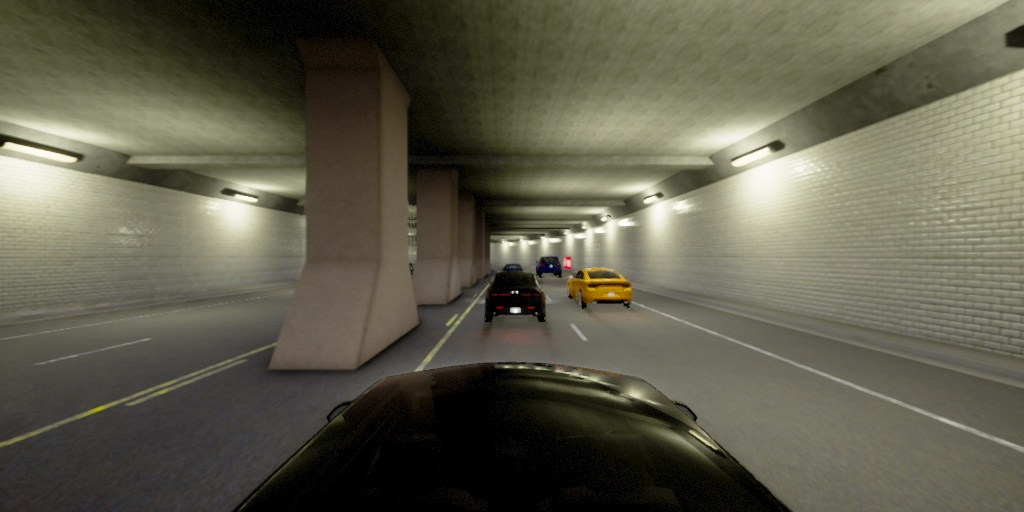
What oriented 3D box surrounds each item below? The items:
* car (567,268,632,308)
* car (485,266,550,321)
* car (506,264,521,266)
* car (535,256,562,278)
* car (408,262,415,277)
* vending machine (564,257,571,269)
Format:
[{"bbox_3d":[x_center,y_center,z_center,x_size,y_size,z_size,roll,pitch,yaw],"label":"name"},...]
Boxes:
[{"bbox_3d":[3.598,1.258,15.479,1.882,1.535,5.008,0,0,0],"label":"car"},{"bbox_3d":[0.098,1.278,12.477,1.837,1.490,4.892,0,0,0],"label":"car"},{"bbox_3d":[0.096,1.361,30.785,2.033,1.411,5.357,0,0,0],"label":"car"},{"bbox_3d":[3.595,1.045,35.592,2.150,2.045,5.566,0,0,0],"label":"car"},{"bbox_3d":[-10.621,1.325,34.279,1.837,1.490,4.892,0,0,0],"label":"car"},{"bbox_3d":[8.584,1.062,55.043,1.100,2.100,0.880,0,0,-7],"label":"vending machine"}]
